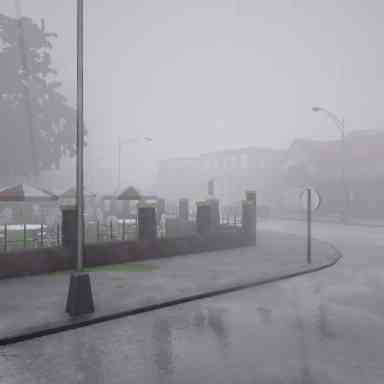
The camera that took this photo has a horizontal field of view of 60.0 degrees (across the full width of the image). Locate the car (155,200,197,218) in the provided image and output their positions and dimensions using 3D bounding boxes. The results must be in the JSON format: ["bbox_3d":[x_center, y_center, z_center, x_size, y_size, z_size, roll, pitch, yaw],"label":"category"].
[{"bbox_3d":[-1.477,1.491,29.633,2.128,1.511,4.902,0,0,-36],"label":"car"}]

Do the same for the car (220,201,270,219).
[{"bbox_3d":[4.411,1.477,28.406,1.882,1.535,5.008,0,0,-34],"label":"car"}]

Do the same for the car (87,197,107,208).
[{"bbox_3d":[-13.543,1.504,46.597,1.837,1.490,4.892,0,0,-35],"label":"car"}]

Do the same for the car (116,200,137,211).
[{"bbox_3d":[-7.485,1.548,38.043,2.033,1.411,5.357,0,0,-36],"label":"car"}]
